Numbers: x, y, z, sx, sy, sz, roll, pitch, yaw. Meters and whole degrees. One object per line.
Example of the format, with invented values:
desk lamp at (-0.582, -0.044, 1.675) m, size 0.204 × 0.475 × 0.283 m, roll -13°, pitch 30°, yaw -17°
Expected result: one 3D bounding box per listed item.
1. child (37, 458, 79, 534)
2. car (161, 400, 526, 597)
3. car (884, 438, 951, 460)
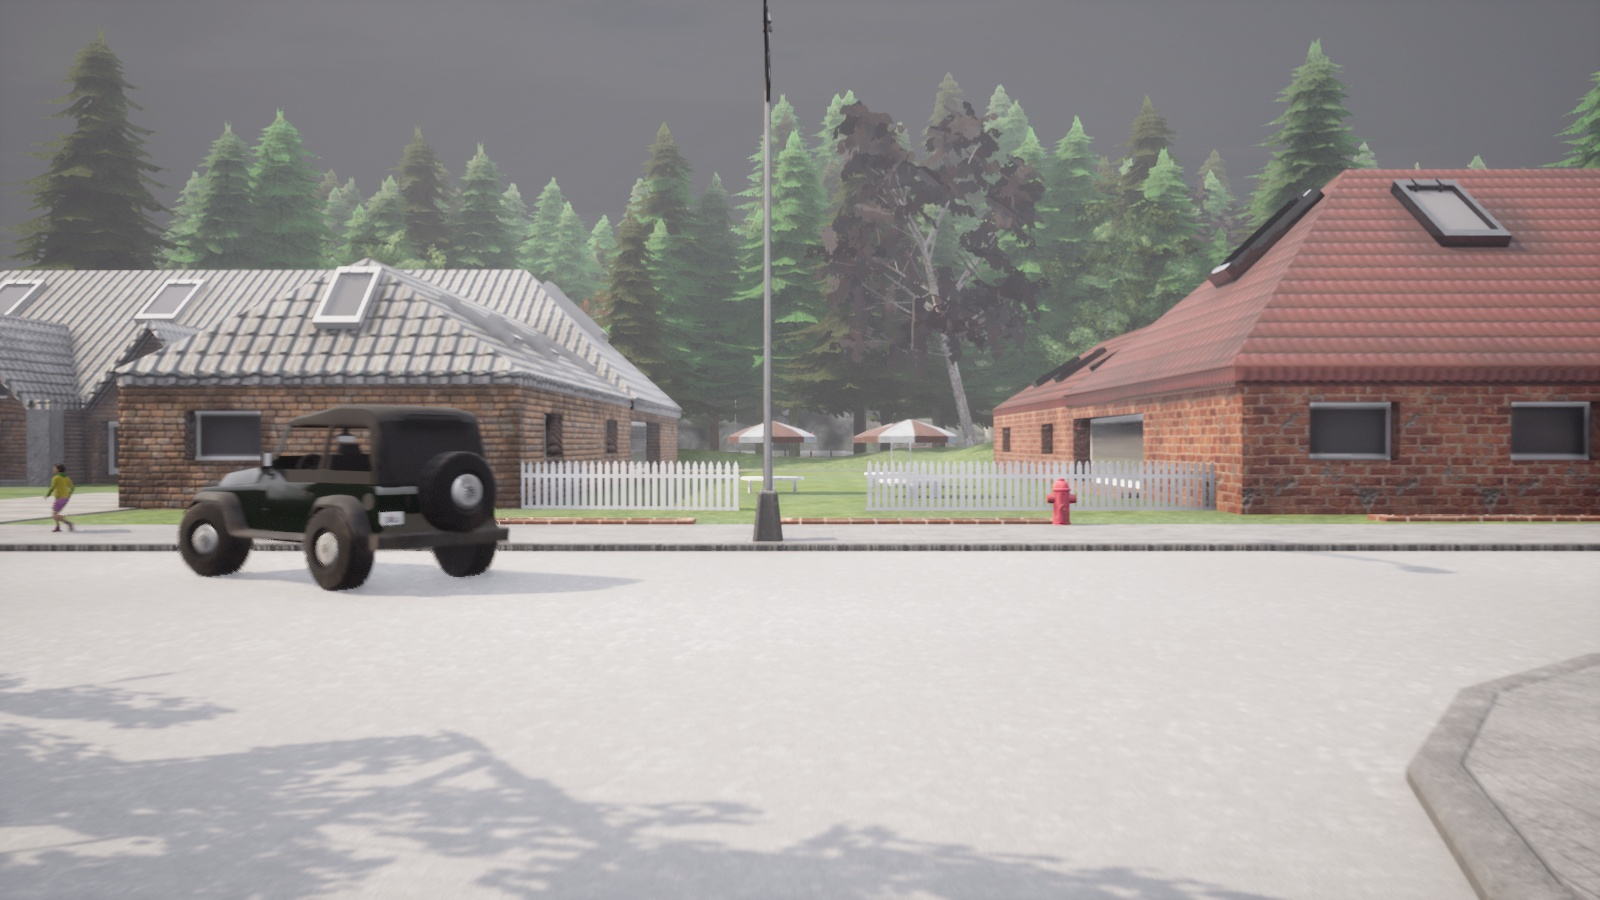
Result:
child at (-11.409, 0.704, 19.310) m, size 0.473 × 1.160 × 0.299 m, roll 0°, pitch 0°, yaw 8°
car at (-5.069, 0.453, 13.814) m, size 3.866 × 1.878 × 1.905 m, roll 0°, pitch 0°, yaw 35°
car at (9.046, -0.067, 97.236) m, size 5.027 × 1.651 × 2.152 m, roll 0°, pitch 0°, yaw 0°
